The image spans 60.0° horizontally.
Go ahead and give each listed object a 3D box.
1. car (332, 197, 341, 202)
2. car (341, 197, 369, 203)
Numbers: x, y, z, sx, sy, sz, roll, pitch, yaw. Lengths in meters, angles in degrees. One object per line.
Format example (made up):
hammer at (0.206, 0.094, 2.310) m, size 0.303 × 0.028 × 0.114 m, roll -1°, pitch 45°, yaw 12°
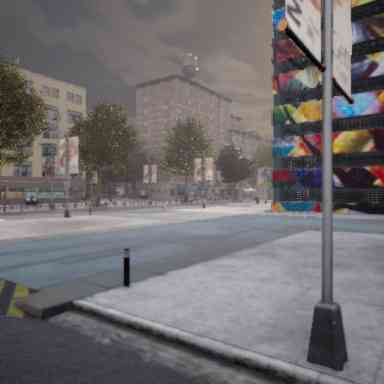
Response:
car at (21.299, 1.411, 47.365) m, size 2.161 × 1.482 × 4.786 m, roll 0°, pitch 0°, yaw 36°
car at (17.505, 1.319, 35.062) m, size 2.002 × 1.452 × 4.674 m, roll 0°, pitch 0°, yaw 36°
